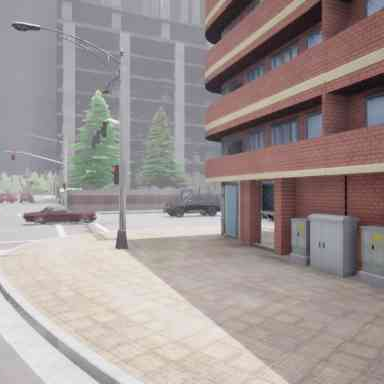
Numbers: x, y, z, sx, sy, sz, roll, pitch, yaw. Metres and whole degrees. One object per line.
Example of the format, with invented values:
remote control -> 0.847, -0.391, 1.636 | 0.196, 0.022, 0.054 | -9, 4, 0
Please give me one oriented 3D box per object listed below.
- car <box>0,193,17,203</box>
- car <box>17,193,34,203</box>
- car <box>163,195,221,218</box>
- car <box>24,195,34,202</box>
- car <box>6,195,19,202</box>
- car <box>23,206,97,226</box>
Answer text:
car -> -38.004, 1.225, 68.432 | 2.150, 2.045, 5.566 | 0, 0, -23
car -> -34.638, 1.225, 69.458 | 2.150, 2.045, 5.566 | 0, 0, -23
car -> 0.117, 1.277, 31.313 | 5.566, 2.045, 2.150 | 0, 0, -23
car -> -38.768, 1.524, 79.205 | 1.812, 1.442, 4.674 | 0, 0, -23
car -> -42.153, 1.540, 78.223 | 2.033, 1.411, 5.357 | 0, 0, -23
car -> -9.180, 1.642, 23.600 | 4.718, 1.301, 1.895 | 1, 0, -14
